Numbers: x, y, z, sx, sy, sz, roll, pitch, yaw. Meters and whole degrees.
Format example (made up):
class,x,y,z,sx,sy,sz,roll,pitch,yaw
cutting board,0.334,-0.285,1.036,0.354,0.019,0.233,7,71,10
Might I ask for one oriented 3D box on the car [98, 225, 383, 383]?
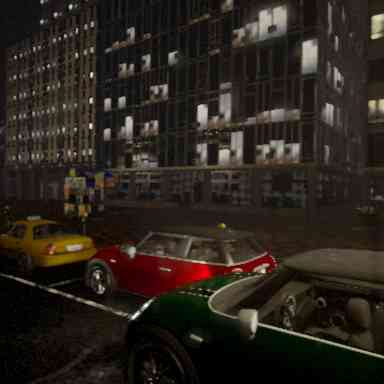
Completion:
class,x,y,z,sx,sy,sz,roll,pitch,yaw
car,1.390,1.356,3.190,4.553,1.767,2.097,1,0,39

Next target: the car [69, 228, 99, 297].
class,x,y,z,sx,sy,sz,roll,pitch,yaw
car,-0.376,1.402,6.840,4.097,1.590,1.967,1,1,36

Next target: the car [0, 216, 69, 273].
class,x,y,z,sx,sy,sz,roll,pitch,yaw
car,-4.993,1.409,10.178,4.829,1.417,1.752,1,1,36
